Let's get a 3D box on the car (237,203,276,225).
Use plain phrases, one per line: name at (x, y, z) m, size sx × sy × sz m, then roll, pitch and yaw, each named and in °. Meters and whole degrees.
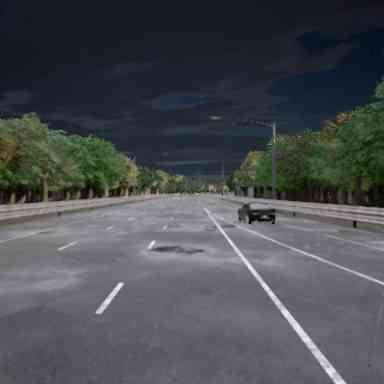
car at (4.691, 1.523, 24.808) m, size 1.882 × 1.535 × 5.008 m, roll 0°, pitch 0°, yaw -5°
